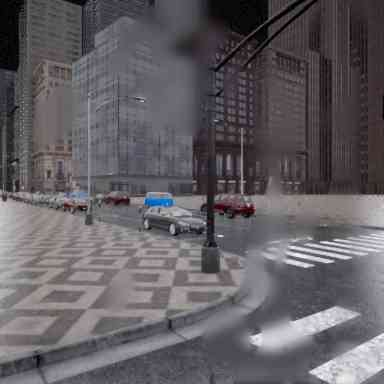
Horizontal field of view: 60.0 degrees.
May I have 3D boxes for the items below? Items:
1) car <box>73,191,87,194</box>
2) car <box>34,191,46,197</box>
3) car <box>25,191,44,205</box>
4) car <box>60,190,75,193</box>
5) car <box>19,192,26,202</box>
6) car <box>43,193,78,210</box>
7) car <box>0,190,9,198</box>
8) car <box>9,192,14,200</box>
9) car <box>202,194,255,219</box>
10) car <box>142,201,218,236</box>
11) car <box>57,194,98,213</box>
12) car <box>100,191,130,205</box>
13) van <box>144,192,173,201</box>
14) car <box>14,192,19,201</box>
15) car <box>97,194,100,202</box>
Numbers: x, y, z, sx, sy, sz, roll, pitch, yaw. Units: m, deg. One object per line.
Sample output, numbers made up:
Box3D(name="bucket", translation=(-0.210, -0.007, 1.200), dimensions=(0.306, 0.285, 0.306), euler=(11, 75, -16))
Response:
Box3D(name="car", translation=(-16.138, 0.967, 48.426), dimensions=(1.895, 1.301, 4.718), euler=(0, 1, -36))
Box3D(name="car", translation=(-38.461, 0.495, 84.155), dimensions=(1.887, 1.381, 4.507), euler=(0, 0, -36))
Box3D(name="car", translation=(-20.038, 0.940, 43.655), dimensions=(2.008, 1.369, 4.403), euler=(1, 0, -36))
Box3D(name="car", translation=(-21.860, 0.778, 56.445), dimensions=(1.812, 1.442, 4.674), euler=(0, 1, -35))
Box3D(name="car", translation=(-23.209, 0.875, 48.100), dimensions=(2.008, 1.369, 4.403), euler=(1, 0, -35))
Box3D(name="car", translation=(-13.696, 1.074, 34.766), dimensions=(2.008, 1.369, 4.403), euler=(1, 0, -35))
Box3D(name="car", translation=(-39.062, 0.611, 70.319), dimensions=(1.947, 1.339, 4.313), euler=(1, 0, -36))
Box3D(name="car", translation=(-29.550, 0.748, 56.987), dimensions=(1.887, 1.381, 4.507), euler=(1, 0, -36))
Box3D(name="car", translation=(2.765, 1.049, 26.377), dimensions=(2.192, 1.841, 5.009), euler=(1, 0, -35))
Box3D(name="car", translation=(-1.015, 1.366, 16.991), dimensions=(2.008, 1.369, 4.403), euler=(1, 0, -35))
Box3D(name="car", translation=(-10.526, 1.139, 30.323), dimensions=(1.887, 1.381, 4.507), euler=(1, 0, -35))
Box3D(name="car", translation=(-9.919, 0.765, 44.155), dimensions=(2.192, 1.841, 5.009), euler=(1, 0, -35))
Box3D(name="van", translation=(-3.577, 0.930, 35.266), dimensions=(1.690, 1.788, 3.998), euler=(1, 0, -35))
Box3D(name="car", translation=(-26.377, 0.702, 52.543), dimensions=(1.967, 1.590, 4.097), euler=(1, 0, -36))
Box3D(name="car", translation=(-13.094, 0.934, 48.600), dimensions=(2.008, 1.369, 4.403), euler=(1, 0, -35))
